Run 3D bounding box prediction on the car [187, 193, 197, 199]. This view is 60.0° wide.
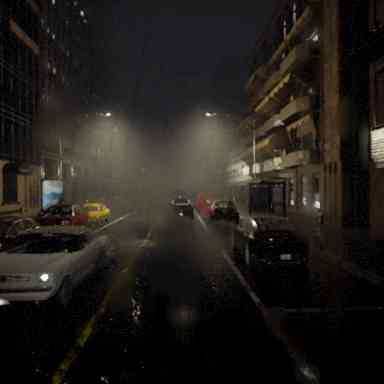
[{"bbox_3d":[-0.095,0.833,72.815,1.947,1.339,4.313,-1,1,-2],"label":"car"}]

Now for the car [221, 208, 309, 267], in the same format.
[{"bbox_3d":[2.323,1.415,10.731,2.008,1.369,4.403,-1,1,-2],"label":"car"}]

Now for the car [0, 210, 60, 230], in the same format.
[{"bbox_3d":[-6.050,1.496,10.405,2.008,1.369,4.403,-1,1,-2],"label":"car"}]

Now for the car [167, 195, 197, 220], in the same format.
[{"bbox_3d":[-0.852,1.249,25.576,1.837,1.490,4.892,-1,1,-2],"label":"car"}]

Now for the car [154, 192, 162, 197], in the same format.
[{"bbox_3d":[-9.129,0.632,89.421,1.967,1.590,4.097,-1,1,-2],"label":"car"}]

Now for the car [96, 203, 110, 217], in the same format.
[{"bbox_3d":[-6.484,1.360,21.523,1.752,1.417,4.829,-1,1,-2],"label":"car"}]

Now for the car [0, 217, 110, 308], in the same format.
[{"bbox_3d":[-3.358,1.548,7.880,1.895,1.301,4.718,-1,1,-2],"label":"car"}]

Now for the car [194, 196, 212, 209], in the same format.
[{"bbox_3d":[1.224,1.168,38.951,1.802,1.307,4.206,-1,1,-2],"label":"car"}]

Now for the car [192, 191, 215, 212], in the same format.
[{"bbox_3d":[1.442,0.957,33.304,2.192,1.841,5.009,-1,1,-2],"label":"car"}]

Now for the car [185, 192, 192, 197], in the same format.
[{"bbox_3d":[-0.975,0.604,95.391,1.887,1.381,4.507,-1,1,-2],"label":"car"}]

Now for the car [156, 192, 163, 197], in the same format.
[{"bbox_3d":[-9.348,0.722,95.066,1.802,1.307,4.206,-1,1,-2],"label":"car"}]

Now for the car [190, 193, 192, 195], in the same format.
[{"bbox_3d":[1.004,1.113,44.595,1.802,1.307,4.206,-1,1,-2],"label":"car"}]

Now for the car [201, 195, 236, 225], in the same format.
[{"bbox_3d":[1.882,1.193,22.017,1.967,1.590,4.097,-1,1,-2],"label":"car"}]

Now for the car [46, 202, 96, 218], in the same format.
[{"bbox_3d":[-6.272,1.329,16.049,1.967,1.590,4.097,-1,1,-2],"label":"car"}]

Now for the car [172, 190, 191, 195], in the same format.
[{"bbox_3d":[-1.685,0.752,46.989,2.150,2.045,5.566,-1,1,-2],"label":"car"}]
